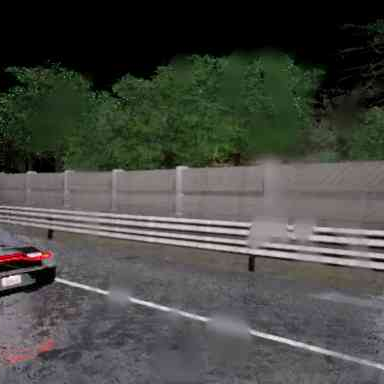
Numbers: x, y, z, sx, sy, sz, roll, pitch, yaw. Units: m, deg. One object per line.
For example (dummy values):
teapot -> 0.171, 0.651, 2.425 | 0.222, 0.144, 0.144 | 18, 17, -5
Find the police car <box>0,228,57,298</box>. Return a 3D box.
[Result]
police car -> -5.354, 1.476, 7.685 | 4.974, 1.542, 2.038 | 1, 0, 35
